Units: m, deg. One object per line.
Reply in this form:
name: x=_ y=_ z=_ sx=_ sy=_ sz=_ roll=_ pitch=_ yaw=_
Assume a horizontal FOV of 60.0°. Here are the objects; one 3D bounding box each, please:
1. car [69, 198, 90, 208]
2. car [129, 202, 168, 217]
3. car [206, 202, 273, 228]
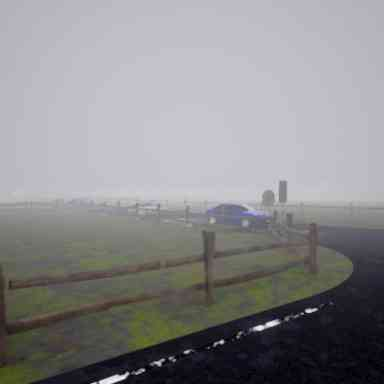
car: x=-16.836 y=1.634 z=49.423 sx=2.033 sy=1.411 sz=5.357 roll=-1 pitch=0 yaw=-35
car: x=-4.156 y=1.605 z=31.442 sx=1.895 sy=1.301 sz=4.718 roll=-1 pitch=0 yaw=-35
car: x=2.976 y=1.443 z=21.446 sx=1.882 sy=1.535 sz=5.008 roll=-1 pitch=0 yaw=-36
